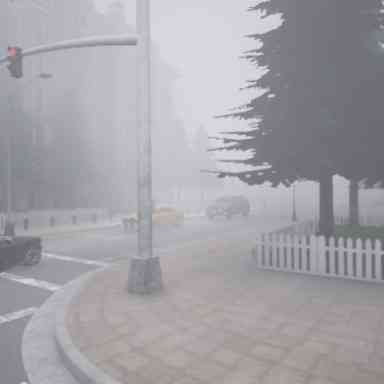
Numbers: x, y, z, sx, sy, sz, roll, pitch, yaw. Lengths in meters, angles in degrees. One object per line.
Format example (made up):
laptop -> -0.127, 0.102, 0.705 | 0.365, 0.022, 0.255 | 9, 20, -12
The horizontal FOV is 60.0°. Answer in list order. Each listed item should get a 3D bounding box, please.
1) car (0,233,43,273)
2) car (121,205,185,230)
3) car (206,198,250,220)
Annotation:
car -> -5.993, 1.716, 9.088 | 1.895, 1.301, 4.718 | -1, 0, 2
car -> -2.467, 1.645, 22.048 | 1.882, 1.535, 5.008 | -1, 0, 34
car -> 3.448, 1.392, 30.874 | 2.150, 2.045, 5.566 | -1, 0, 34
